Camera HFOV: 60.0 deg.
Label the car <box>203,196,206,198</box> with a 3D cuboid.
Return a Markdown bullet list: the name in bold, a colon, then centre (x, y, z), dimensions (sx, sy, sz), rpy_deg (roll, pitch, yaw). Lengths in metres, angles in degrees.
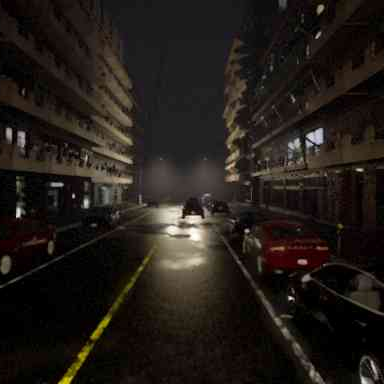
- **car**: centre (2.683, 1.539, 44.207), dimensions (1.802, 1.307, 4.206), rpy_deg (-1, 0, 0)

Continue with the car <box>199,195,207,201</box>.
- **car**: centre (2.687, 1.429, 83.859), dimensions (1.887, 1.381, 4.507), rpy_deg (-1, 0, 0)

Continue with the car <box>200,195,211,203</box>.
- **car**: centre (2.683, 1.359, 66.865), dimensions (1.967, 1.590, 4.097), rpy_deg (-1, 0, 0)

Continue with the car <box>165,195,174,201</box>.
- **car**: centre (-5.693, 1.450, 83.806), dimensions (1.947, 1.339, 4.313), rpy_deg (-1, 0, 0)

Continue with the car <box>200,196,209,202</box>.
- **car**: centre (2.686, 1.489, 72.530), dimensions (1.802, 1.307, 4.206), rpy_deg (-1, 0, 0)

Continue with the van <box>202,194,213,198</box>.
- **van**: centre (2.680, 1.281, 55.535), dimensions (1.690, 1.788, 3.998), rpy_deg (-1, 0, 0)

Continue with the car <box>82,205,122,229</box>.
- **car**: centre (-5.700, 1.548, 21.491), dimensions (1.947, 1.339, 4.313), rpy_deg (-1, 0, 0)

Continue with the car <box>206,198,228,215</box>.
- **car**: centre (2.683, 1.536, 32.877), dimensions (1.947, 1.339, 4.313), rpy_deg (-1, 0, 0)

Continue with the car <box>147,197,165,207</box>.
- **car**: centre (-5.697, 1.499, 49.816), dimensions (2.008, 1.369, 4.403), rpy_deg (-1, 0, 0)

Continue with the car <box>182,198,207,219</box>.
- **car**: centre (0.101, 1.500, 28.993), dimensions (1.812, 1.442, 4.674), rpy_deg (0, 0, 0)

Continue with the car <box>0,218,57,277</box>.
- **car**: centre (-5.701, 1.537, 10.161), dimensions (1.887, 1.381, 4.507), rpy_deg (-1, 0, 0)

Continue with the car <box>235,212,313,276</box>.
- **car**: centre (2.646, 1.537, 10.220), dimensions (1.887, 1.381, 4.507), rpy_deg (-1, 0, 0)

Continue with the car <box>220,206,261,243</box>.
- **car**: centre (2.652, 1.553, 15.884), dimensions (1.947, 1.339, 4.313), rpy_deg (-1, 0, 0)

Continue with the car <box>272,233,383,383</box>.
- **car**: centre (2.646, 1.563, 4.555), dimensions (1.947, 1.339, 4.313), rpy_deg (-1, 0, 0)

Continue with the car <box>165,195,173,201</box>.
- **car**: centre (-5.694, 1.422, 77.969), dimensions (1.752, 1.417, 4.829), rpy_deg (-1, 0, 0)

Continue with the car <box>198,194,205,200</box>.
- **car**: centre (2.688, 1.404, 95.188), dimensions (1.887, 1.381, 4.507), rpy_deg (-1, 0, 0)

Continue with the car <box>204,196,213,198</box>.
- **car**: centre (2.682, 1.514, 38.542), dimensions (2.008, 1.369, 4.403), rpy_deg (-1, 0, 0)

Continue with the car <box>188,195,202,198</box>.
- **car**: centre (0.105, 1.458, 45.977), dimensions (1.837, 1.490, 4.892), rpy_deg (0, 0, 0)
